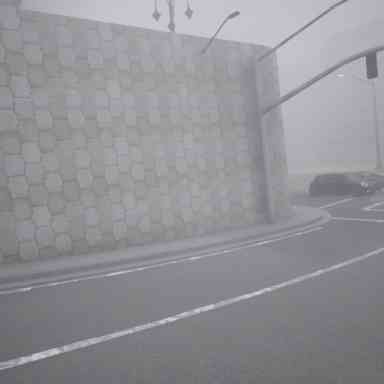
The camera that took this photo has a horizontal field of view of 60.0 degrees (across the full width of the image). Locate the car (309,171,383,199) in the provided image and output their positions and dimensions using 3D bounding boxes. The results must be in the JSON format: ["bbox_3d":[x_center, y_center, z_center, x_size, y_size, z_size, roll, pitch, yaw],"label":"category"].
[{"bbox_3d":[10.490,-0.593,23.070,2.097,1.767,4.553,-10,6,-35],"label":"car"}]
